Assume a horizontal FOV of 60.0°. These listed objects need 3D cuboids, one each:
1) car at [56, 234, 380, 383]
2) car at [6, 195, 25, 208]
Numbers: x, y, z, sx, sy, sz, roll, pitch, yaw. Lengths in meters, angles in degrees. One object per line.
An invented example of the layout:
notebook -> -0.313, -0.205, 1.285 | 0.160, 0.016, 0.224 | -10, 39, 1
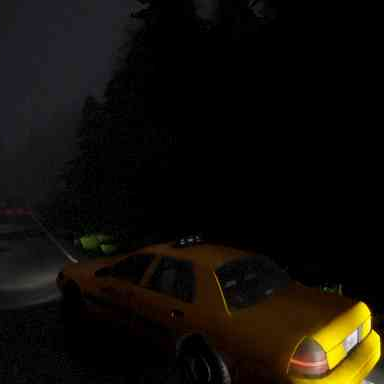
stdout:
car -> -0.257, 1.418, 5.070 | 5.366, 1.575, 1.801 | 1, 1, 44
car -> -21.210, 1.058, 40.010 | 2.128, 1.511, 4.902 | -2, 2, -27
